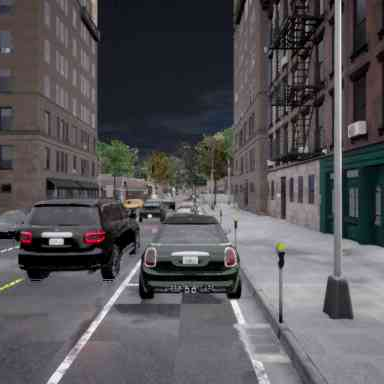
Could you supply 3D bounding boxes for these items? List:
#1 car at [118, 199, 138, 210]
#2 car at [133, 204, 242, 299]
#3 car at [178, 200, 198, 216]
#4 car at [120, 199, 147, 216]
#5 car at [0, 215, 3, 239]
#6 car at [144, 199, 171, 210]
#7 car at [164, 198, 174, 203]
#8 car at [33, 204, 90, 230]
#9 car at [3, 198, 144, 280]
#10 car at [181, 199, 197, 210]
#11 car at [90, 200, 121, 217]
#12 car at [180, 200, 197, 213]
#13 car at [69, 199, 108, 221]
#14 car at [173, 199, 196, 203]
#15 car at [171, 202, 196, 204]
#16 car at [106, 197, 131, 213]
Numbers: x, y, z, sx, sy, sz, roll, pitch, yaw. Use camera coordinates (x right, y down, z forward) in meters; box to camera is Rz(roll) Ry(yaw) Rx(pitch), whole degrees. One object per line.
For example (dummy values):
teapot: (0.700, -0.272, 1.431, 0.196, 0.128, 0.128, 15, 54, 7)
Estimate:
car: (-8.408, 1.600, 43.945, 1.802, 1.307, 4.206, 0, 0, 0)
car: (-0.033, 1.353, 8.620, 2.097, 1.767, 4.553, 0, 0, 0)
car: (-0.383, 1.554, 32.910, 1.887, 1.381, 4.507, 0, 0, 0)
car: (-5.861, 1.488, 34.160, 1.882, 1.535, 5.008, 0, 0, 0)
car: (-8.408, 1.567, 16.351, 1.947, 1.339, 4.313, 0, 0, 0)
car: (-2.940, 1.503, 25.802, 1.837, 1.490, 4.892, 0, -2, 0)
car: (-2.939, 1.494, 41.140, 1.882, 1.535, 5.008, 0, 0, 0)
car: (-8.408, 1.553, 21.869, 2.008, 1.369, 4.403, 0, 0, 0)
car: (-3.020, 1.218, 10.102, 2.150, 2.045, 5.566, 0, 0, 0)
car: (-0.383, 1.584, 43.946, 1.947, 1.339, 4.313, 0, 0, 0)
car: (-8.408, 1.535, 32.737, 1.752, 1.417, 4.829, 0, 0, 0)
car: (-0.383, 1.596, 38.428, 1.802, 1.307, 4.206, 0, 0, 0)
car: (-8.408, 1.446, 27.388, 1.967, 1.590, 4.097, 0, 0, 0)
car: (-0.383, 1.531, 27.562, 1.752, 1.417, 4.829, 0, 0, 0)
car: (-0.383, 1.584, 21.873, 1.802, 1.307, 4.206, 0, 0, 0)
car: (-8.408, 1.454, 38.426, 1.967, 1.590, 4.097, 0, 0, 0)
